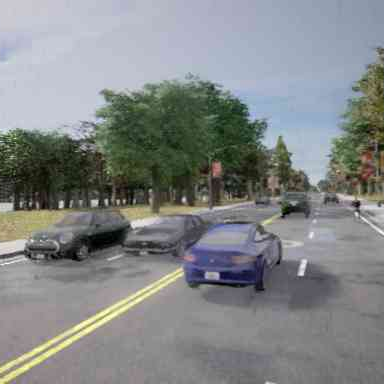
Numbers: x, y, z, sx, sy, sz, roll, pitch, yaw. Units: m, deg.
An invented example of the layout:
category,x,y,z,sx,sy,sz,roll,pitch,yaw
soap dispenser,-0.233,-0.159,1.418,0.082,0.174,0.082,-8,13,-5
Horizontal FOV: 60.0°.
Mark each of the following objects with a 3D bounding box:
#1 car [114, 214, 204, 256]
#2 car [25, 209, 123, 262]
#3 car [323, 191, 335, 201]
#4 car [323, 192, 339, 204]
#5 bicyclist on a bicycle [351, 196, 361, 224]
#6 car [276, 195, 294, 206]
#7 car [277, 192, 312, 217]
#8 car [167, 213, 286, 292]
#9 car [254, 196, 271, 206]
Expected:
category,x,y,z,sx,sy,sz,roll,pitch,yaw
car,-0.638,1.623,13.528,2.033,1.411,5.357,-2,0,22
car,-4.259,1.547,13.214,2.097,1.767,4.553,-2,0,22
car,27.992,0.769,68.152,2.097,1.767,4.553,-2,0,22
car,21.833,0.871,52.270,2.097,1.767,4.553,-2,0,22
bicyclist on a bicycle,10.350,1.113,20.998,0.659,1.776,1.843,-2,0,22
car,14.458,1.302,51.718,2.033,1.411,5.357,-2,0,22
car,8.944,1.042,28.486,2.150,2.045,5.566,-2,0,21
car,1.251,1.521,8.926,1.812,1.442,4.674,-2,0,22
car,11.099,1.413,52.038,2.033,1.411,5.357,-2,0,22
